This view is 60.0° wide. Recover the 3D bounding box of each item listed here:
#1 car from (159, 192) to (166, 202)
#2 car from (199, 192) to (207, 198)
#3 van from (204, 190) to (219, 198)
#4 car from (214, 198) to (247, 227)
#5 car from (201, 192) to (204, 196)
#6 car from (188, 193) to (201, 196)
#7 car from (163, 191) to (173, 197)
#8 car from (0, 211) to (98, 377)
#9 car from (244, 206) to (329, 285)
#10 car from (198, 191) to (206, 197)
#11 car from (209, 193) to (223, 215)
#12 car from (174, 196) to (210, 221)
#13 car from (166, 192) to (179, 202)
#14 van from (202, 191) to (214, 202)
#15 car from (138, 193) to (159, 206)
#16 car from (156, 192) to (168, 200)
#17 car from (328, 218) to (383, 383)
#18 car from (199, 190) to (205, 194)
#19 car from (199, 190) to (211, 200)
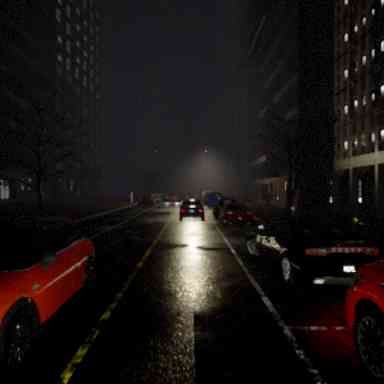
[{"bbox_3d":[-5.835,0.919,54.351,2.008,1.369,4.403,1,1,0],"label":"car"},{"bbox_3d":[2.481,0.680,76.965,1.802,1.307,4.206,1,1,0],"label":"car"},{"bbox_3d":[2.594,0.907,37.474,1.690,1.788,3.998,0,1,0],"label":"van"},{"bbox_3d":[2.640,1.306,20.554,1.887,1.381,4.507,0,1,0],"label":"car"},{"bbox_3d":[2.576,1.050,43.118,2.008,1.369,4.403,0,1,0],"label":"car"},{"bbox_3d":[-0.039,1.081,44.789,1.895,1.301,4.718,0,1,0],"label":"car"},{"bbox_3d":[-5.915,0.584,82.563,2.008,1.369,4.403,1,1,0],"label":"car"},{"bbox_3d":[-3.116,1.289,5.427,2.097,1.767,4.553,0,1,0],"label":"car"},{"bbox_3d":[3.016,1.370,9.223,1.882,1.535,5.008,0,1,-4],"label":"car"},{"bbox_3d":[2.465,0.554,82.775,1.752,1.417,4.829,1,1,0],"label":"car"},{"bbox_3d":[2.625,1.136,26.194,1.967,1.590,4.097,0,1,0],"label":"car"},{"bbox_3d":[-0.005,1.264,24.467,2.033,1.411,5.357,0,1,0],"label":"car"},{"bbox_3d":[-3.187,0.836,55.159,1.882,1.535,5.008,0,0,0],"label":"car"},{"bbox_3d":[2.547,0.707,54.398,1.690,1.788,3.998,1,1,0],"label":"van"},{"bbox_3d":[-5.803,0.942,43.065,1.967,1.590,4.097,1,1,0],"label":"car"},{"bbox_3d":[-5.868,0.786,65.636,2.008,1.369,4.403,1,1,0],"label":"car"},{"bbox_3d":[3.101,1.203,2.040,2.150,2.045,5.566,0,1,0],"label":"car"},{"bbox_3d":[2.563,0.748,48.757,2.192,1.841,5.009,1,1,0],"label":"car"},{"bbox_3d":[2.516,0.548,65.680,2.192,1.841,5.009,1,1,0],"label":"car"}]
